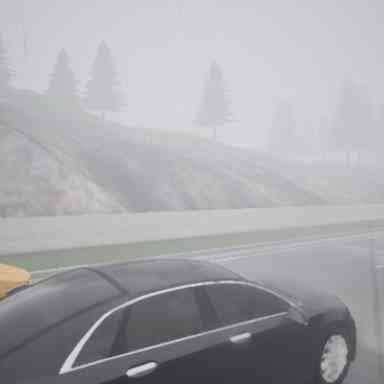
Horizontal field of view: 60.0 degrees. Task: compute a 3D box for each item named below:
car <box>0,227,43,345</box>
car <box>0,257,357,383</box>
[{"bbox_3d":[-4.919,1.473,4.522,5.008,1.535,1.882,0,0,-36],"label":"car"},{"bbox_3d":[-0.105,1.507,3.648,4.892,1.490,1.837,0,0,-36],"label":"car"}]
